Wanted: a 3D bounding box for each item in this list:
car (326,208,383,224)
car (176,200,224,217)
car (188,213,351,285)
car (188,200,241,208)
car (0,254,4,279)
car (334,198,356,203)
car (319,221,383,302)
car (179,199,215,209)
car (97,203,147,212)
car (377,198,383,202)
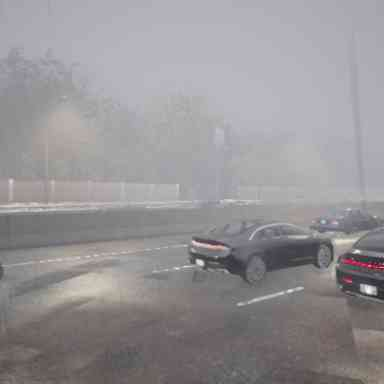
[{"bbox_3d":[8.869,1.611,18.754,5.357,1.411,2.033,0,0,-36],"label":"car"},{"bbox_3d":[0.835,1.672,34.768,4.892,1.490,1.837,0,0,-36],"label":"car"},{"bbox_3d":[2.172,1.532,9.625,4.902,1.511,2.128,0,0,-36],"label":"car"},{"bbox_3d":[2.632,1.673,27.444,5.357,1.411,2.033,0,0,-36],"label":"car"},{"bbox_3d":[-6.834,1.411,7.462,4.553,1.767,2.097,0,0,-36],"label":"car"},{"bbox_3d":[26.366,1.715,57.343,4.902,1.511,2.128,0,0,-35],"label":"car"},{"bbox_3d":[5.180,1.526,7.478,4.892,1.490,1.837,0,0,-36],"label":"car"},{"bbox_3d":[0.981,1.498,30.565,4.553,1.767,2.097,0,0,-36],"label":"car"},{"bbox_3d":[-6.993,1.786,33.456,4.718,1.301,1.895,0,0,-36],"label":"car"},{"bbox_3d":[34.695,1.695,58.996,5.008,1.535,1.882,0,0,-36],"label":"car"}]
